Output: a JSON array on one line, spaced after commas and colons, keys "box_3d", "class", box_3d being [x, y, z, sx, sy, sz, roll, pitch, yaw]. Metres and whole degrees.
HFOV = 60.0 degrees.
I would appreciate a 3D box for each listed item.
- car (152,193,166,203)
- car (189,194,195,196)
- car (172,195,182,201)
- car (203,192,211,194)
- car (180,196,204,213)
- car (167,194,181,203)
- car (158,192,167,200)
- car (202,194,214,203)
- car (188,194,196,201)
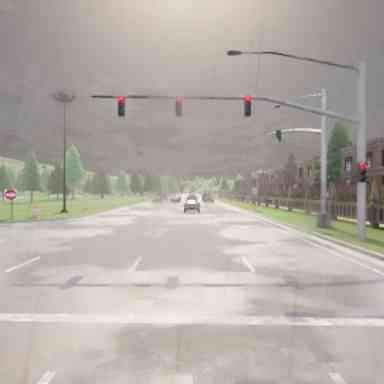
[{"box_3d": [-7.004, 1.499, 68.546, 1.812, 1.442, 4.674, 0, 0, 0], "class": "car"}, {"box_3d": [-0.004, 1.326, 68.516, 2.097, 1.767, 4.553, 0, 0, 0], "class": "car"}, {"box_3d": [-3.504, 1.342, 78.549, 2.033, 1.411, 5.357, 0, 0, 0], "class": "car"}, {"box_3d": [3.496, 1.027, 78.579, 2.150, 2.045, 5.566, 0, 0, 0], "class": "car"}, {"box_3d": [-0.002, 1.533, 37.517, 2.033, 1.411, 5.357, 0, 0, 0], "class": "car"}, {"box_3d": [-3.504, 1.538, 68.546, 1.994, 1.385, 4.181, 0, 0, 0], "class": "car"}, {"box_3d": [-7.004, 1.027, 78.579, 2.150, 2.045, 5.566, 0, 0, 0], "class": "car"}, {"box_3d": [3.496, 1.574, 68.576, 1.895, 1.301, 4.718, 0, 0, 0], "class": "car"}, {"box_3d": [-0.004, 1.302, 78.549, 1.837, 1.490, 4.892, 0, 0, 0], "class": "car"}]
